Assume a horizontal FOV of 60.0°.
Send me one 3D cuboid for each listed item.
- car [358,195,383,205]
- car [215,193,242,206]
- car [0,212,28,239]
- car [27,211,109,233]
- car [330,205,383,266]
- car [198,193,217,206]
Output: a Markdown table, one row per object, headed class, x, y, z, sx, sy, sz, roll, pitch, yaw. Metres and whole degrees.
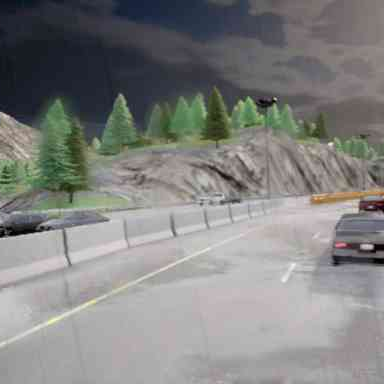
| class | x | y | z | sx | sy | sz | roll | pitch | yaw |
| --- | --- | --- | --- | --- | --- | --- | --- | --- | --- |
| car | 14.964 | 0.959 | 27.497 | 1.882 | 1.535 | 5.008 | -2 | 0 | 33 |
| car | 6.037 | 1.256 | 51.422 | 1.837 | 1.490 | 4.892 | -2 | 0 | 38 |
| car | -9.991 | 1.860 | 19.250 | 2.033 | 1.411 | 5.357 | -2 | 0 | 26 |
| car | -6.448 | 1.760 | 18.425 | 1.994 | 1.385 | 4.181 | -2 | 0 | 26 |
| car | 5.384 | 1.360 | 10.461 | 2.033 | 1.411 | 5.357 | -2 | 0 | 26 |
| car | 3.258 | 1.173 | 53.555 | 2.150 | 2.045 | 5.566 | -2 | 0 | 38 |
